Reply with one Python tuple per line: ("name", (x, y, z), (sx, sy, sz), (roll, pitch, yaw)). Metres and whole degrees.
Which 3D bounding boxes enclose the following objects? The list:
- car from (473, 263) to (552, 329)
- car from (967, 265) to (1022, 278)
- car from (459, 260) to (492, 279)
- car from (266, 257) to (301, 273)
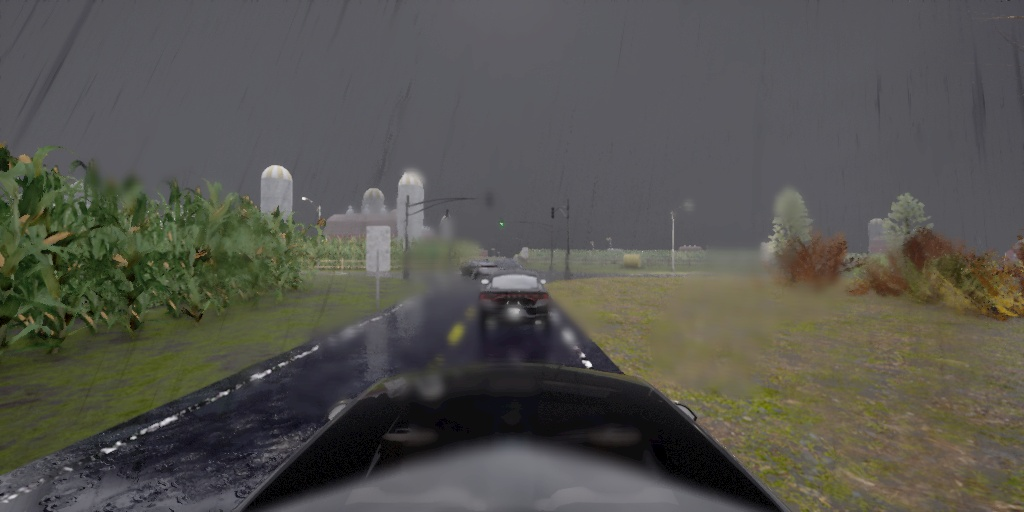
("car", (0.084, 1.161, 11.012), (1.882, 1.535, 5.008), (0, 1, 0))
("car", (48.624, 1.532, 36.469), (4.718, 1.301, 1.895), (1, -1, -5))
("car", (-2.621, 1.049, 27.768), (2.128, 1.511, 4.902), (0, 1, -26))
("car", (-21.351, 0.808, 31.531), (5.008, 1.535, 1.882), (0, -1, -3))
